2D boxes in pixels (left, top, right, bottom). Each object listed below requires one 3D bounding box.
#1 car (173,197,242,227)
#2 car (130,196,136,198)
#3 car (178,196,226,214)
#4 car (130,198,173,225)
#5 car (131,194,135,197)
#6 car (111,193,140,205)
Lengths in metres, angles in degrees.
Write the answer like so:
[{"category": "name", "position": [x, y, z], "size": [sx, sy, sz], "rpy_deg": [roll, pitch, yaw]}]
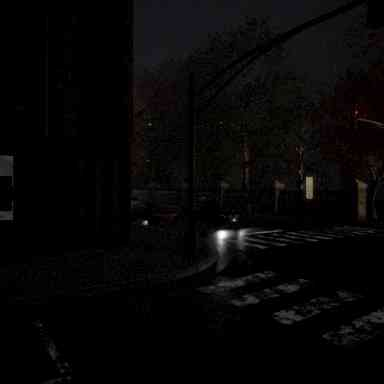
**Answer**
[{"category": "car", "position": [0.999, 1.255, 20.470], "size": [1.812, 1.442, 4.674], "rpy_deg": [0, 1, -36]}, {"category": "car", "position": [-5.837, 1.158, 25.482], "size": [1.802, 1.307, 4.206], "rpy_deg": [2, 0, -36]}, {"category": "car", "position": [0.843, 1.129, 30.546], "size": [1.752, 1.417, 4.829], "rpy_deg": [1, 0, -36]}, {"category": "car", "position": [-2.580, 1.257, 21.006], "size": [1.802, 1.307, 4.206], "rpy_deg": [2, 0, -36]}, {"category": "car", "position": [-5.704, 1.052, 29.694], "size": [1.812, 1.442, 4.674], "rpy_deg": [0, 1, -36]}, {"category": "car", "position": [-8.830, 0.863, 43.840], "size": [2.008, 1.369, 4.403], "rpy_deg": [1, 0, -36]}]
